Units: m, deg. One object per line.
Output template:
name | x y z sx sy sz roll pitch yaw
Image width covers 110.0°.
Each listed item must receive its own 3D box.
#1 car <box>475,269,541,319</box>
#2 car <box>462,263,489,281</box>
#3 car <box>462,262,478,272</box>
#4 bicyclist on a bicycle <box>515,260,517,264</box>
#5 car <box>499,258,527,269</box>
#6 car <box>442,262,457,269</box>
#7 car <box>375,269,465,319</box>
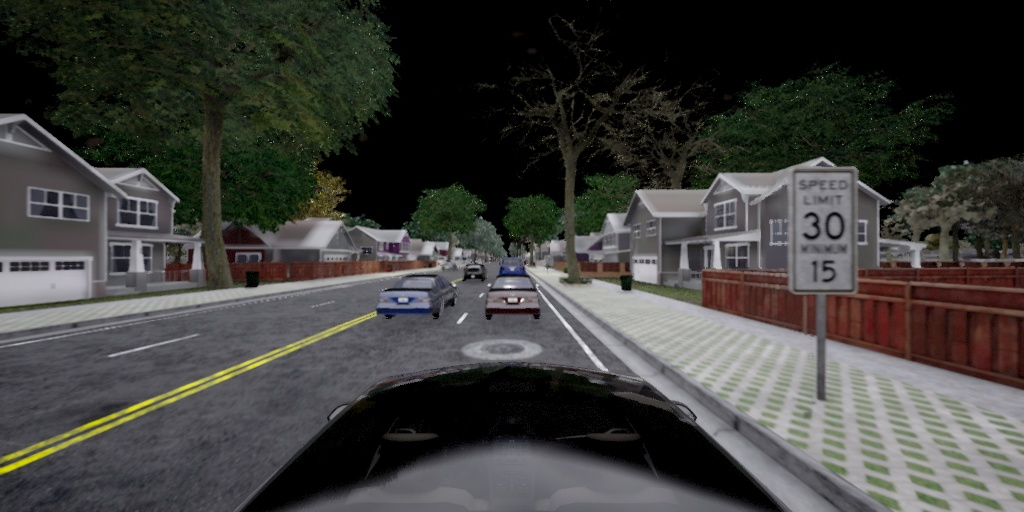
car | 0.040 1.360 13.132 2.033 1.411 5.357 0 0 0
car | -3.192 1.446 31.933 1.837 1.490 4.892 0 0 0
car | -6.589 1.723 56.449 1.994 1.385 4.181 0 -1 0
bicyclist on a bicycle | 0.863 1.688 64.457 0.582 1.620 1.656 0 -1 0
car | 0.051 1.153 30.669 2.150 2.045 5.566 0 0 0
car | -9.837 1.653 56.720 2.128 1.511 4.902 0 -1 0
car | -3.211 1.360 13.139 2.033 1.411 5.357 0 0 0
